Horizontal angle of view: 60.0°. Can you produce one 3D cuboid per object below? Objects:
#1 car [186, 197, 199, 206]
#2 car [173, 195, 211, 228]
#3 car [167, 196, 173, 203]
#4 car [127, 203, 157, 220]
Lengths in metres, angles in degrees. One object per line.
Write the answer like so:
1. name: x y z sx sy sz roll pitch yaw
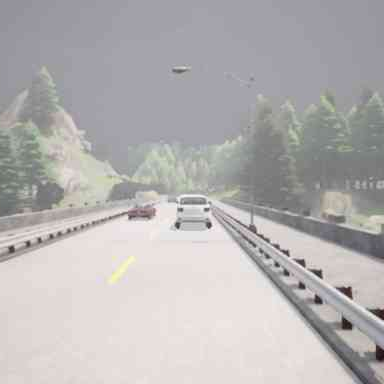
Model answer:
1. car: 0.087 1.572 53.424 1.895 1.301 4.718 0 0 0
2. car: 0.092 1.210 22.369 2.150 2.045 5.566 0 0 0
3. car: -4.014 1.491 66.743 2.033 1.411 5.357 0 0 0
4. car: -4.079 1.586 27.767 1.895 1.301 4.718 0 0 0
